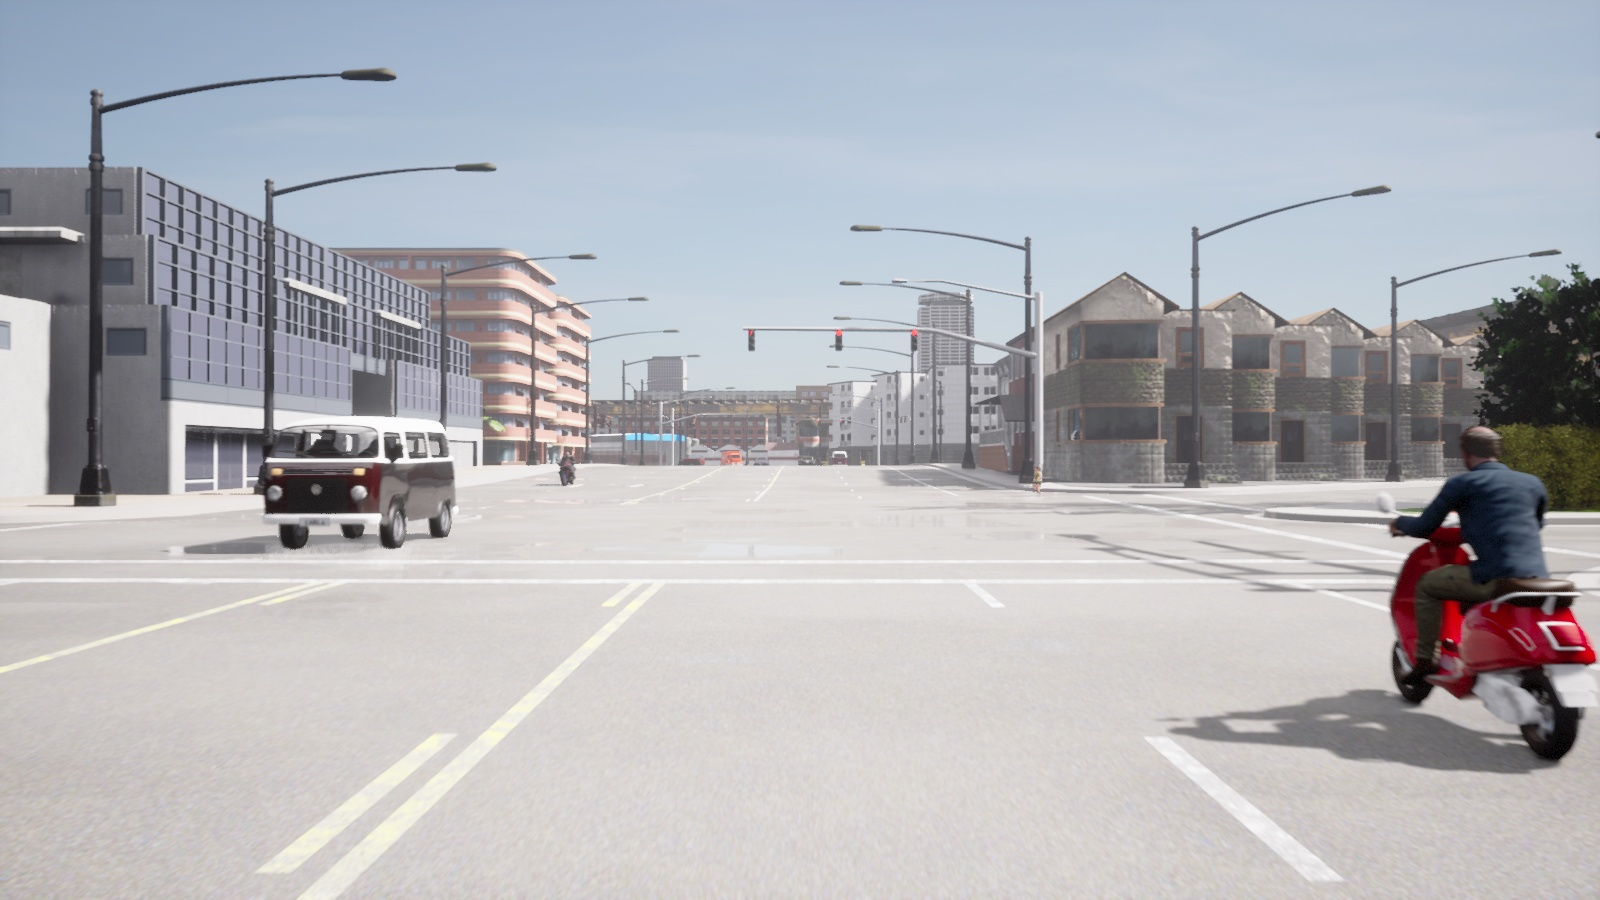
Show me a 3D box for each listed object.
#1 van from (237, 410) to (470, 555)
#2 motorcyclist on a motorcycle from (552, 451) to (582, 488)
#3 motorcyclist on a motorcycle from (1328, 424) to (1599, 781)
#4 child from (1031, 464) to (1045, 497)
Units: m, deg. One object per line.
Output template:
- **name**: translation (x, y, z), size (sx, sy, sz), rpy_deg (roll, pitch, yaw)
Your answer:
- **van**: translation (-6.872, 0.461, 19.889), size (2.069, 2.038, 4.480), rpy_deg (0, 0, 0)
- **motorcyclist on a motorcycle**: translation (-10.172, 0.837, 54.844), size (0.866, 1.530, 2.191), rpy_deg (0, 1, 0)
- **motorcyclist on a motorcycle**: translation (3.552, 0.678, 6.511), size (0.866, 1.590, 1.817), rpy_deg (0, 0, 0)
- **child**: translation (8.042, 1.033, 42.383), size (0.394, 1.110, 0.255), rpy_deg (0, 0, -24)
